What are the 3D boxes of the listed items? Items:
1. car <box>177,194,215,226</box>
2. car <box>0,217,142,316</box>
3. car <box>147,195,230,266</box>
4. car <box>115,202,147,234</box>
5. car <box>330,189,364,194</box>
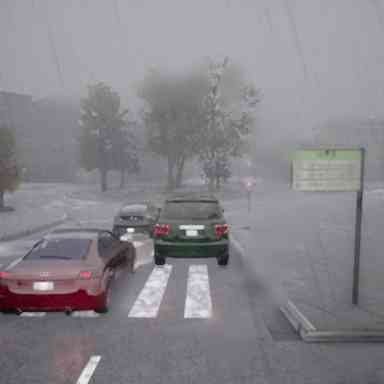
[{"bbox_3d":[0.386,1.048,21.588,1.837,1.490,4.892,1,3,8],"label":"car"},{"bbox_3d":[-2.477,1.501,7.493,1.994,1.385,4.181,0,0,-1],"label":"car"},{"bbox_3d":[-0.031,1.114,11.330,2.150,2.045,5.566,0,1,-1],"label":"car"},{"bbox_3d":[-2.565,1.271,16.368,1.837,1.490,4.892,0,2,0],"label":"car"},{"bbox_3d":[18.950,-0.596,41.149,4.674,1.442,1.812,-2,6,-19],"label":"car"}]
